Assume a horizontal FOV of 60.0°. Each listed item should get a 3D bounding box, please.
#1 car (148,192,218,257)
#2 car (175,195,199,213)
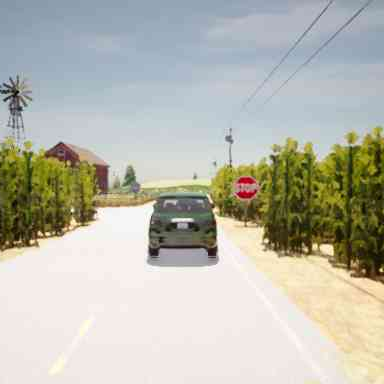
[{"bbox_3d":[-0.305,1.017,12.120,2.150,2.045,5.566,0,1,-1],"label":"car"},{"bbox_3d":[-0.361,1.059,30.240,1.994,1.385,4.181,0,1,2],"label":"car"}]
